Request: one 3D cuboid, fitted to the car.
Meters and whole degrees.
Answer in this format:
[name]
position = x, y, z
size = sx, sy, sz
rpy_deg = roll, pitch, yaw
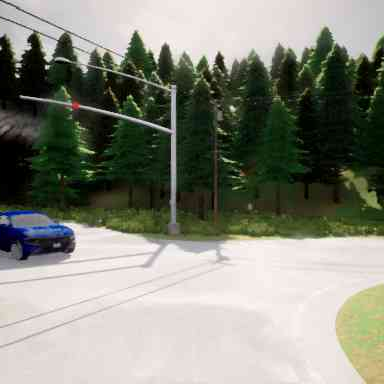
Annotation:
[car]
position = -6.338, 1.481, 12.587
size = 5.008, 1.535, 1.882
rpy_deg = 0, 0, 41
